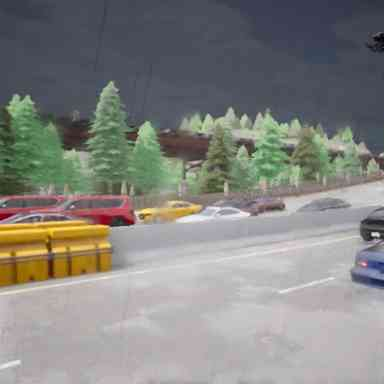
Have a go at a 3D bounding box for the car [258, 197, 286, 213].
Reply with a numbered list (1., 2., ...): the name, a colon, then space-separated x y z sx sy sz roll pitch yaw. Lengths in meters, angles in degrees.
1. car: 6.589 1.170 30.182 4.181 1.385 1.994 -4 2 -36

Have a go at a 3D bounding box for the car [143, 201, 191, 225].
1. car: -1.469 1.432 24.377 5.008 1.535 1.882 -1 1 -36

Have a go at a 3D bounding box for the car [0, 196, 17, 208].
1. car: -9.691 1.221 18.558 5.566 2.045 2.150 0 0 -36

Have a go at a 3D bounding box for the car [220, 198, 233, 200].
1. car: 2.759 1.297 27.418 5.008 1.535 1.882 -3 2 -36

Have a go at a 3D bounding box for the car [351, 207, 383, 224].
1. car: 9.341 1.395 14.781 4.892 1.490 1.837 -2 1 -36

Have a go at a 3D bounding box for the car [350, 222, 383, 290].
1. car: 5.958 1.536 8.025 5.357 1.411 2.033 0 0 -36

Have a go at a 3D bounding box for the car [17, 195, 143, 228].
1. car: -5.642 1.218 17.147 5.566 2.045 2.150 0 0 -35

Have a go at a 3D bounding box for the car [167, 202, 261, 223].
1. car: 1.254 1.501 17.755 4.674 1.442 1.812 -1 0 -35

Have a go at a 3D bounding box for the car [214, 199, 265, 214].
1. car: 2.651 1.466 23.024 4.181 1.385 1.994 -2 1 -36

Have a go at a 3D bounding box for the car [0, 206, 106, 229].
1. car: -6.083 1.491 12.545 4.902 1.511 2.128 0 0 -35

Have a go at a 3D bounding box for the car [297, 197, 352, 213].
1. car: 9.420 1.189 23.601 4.892 1.490 1.837 -3 2 -36
